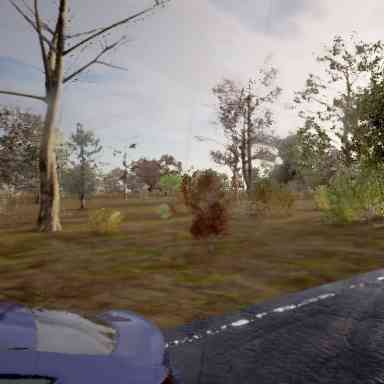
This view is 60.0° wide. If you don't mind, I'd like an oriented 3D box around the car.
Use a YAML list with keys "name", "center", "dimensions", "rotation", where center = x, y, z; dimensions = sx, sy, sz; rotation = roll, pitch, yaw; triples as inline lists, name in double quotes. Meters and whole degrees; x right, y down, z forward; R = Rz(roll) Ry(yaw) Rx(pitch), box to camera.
- name: "car"
  center: [-2.207, 1.527, 1.818]
  dimensions: [4.674, 1.442, 1.812]
  rotation: [0, 0, -35]
